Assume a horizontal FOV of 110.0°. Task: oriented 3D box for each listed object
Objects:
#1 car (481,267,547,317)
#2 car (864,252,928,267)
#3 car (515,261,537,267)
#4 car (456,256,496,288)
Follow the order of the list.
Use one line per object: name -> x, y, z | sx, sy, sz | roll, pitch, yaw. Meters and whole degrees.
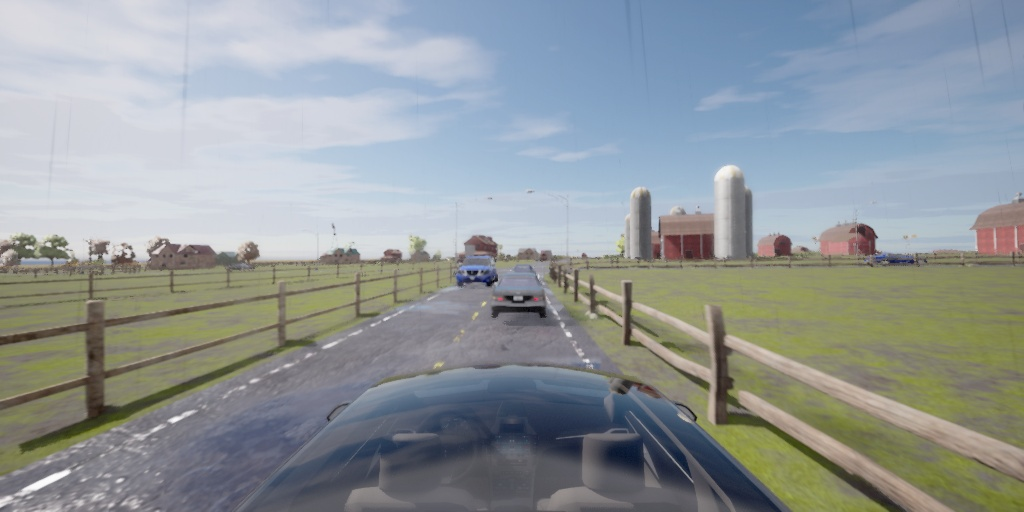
car -> 0.264, 1.309, 13.198 | 2.033, 1.411, 5.357 | 0, 0, 2
car -> 41.847, 0.334, 39.158 | 5.008, 1.535, 1.882 | -1, -1, 16
car -> 0.905, 1.337, 28.665 | 1.994, 1.385, 4.181 | 0, 0, 4
car -> -2.259, 0.993, 24.351 | 2.150, 2.045, 5.566 | 0, 0, 3
